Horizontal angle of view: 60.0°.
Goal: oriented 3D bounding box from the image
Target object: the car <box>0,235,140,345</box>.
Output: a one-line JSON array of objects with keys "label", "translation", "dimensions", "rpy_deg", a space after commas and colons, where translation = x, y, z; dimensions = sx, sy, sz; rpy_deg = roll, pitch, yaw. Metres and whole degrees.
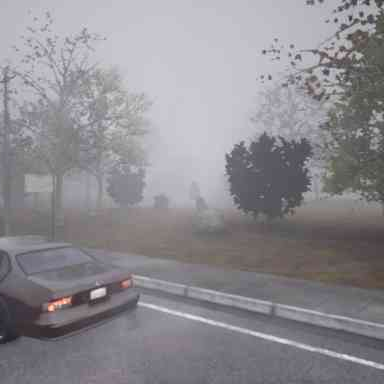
[{"label": "car", "translation": [-3.451, 1.579, 6.448], "dimensions": [5.357, 1.411, 2.033], "rpy_deg": [0, 0, 35]}]
